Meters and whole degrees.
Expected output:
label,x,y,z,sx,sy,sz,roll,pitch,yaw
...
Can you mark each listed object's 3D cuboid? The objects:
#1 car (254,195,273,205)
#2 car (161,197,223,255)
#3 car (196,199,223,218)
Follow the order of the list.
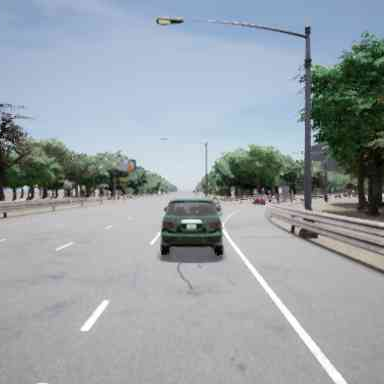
label,x,y,z,sx,sy,sz,roll,pitch,yaw
car,12.610,1.279,58.444,2.097,1.767,4.553,0,0,31
car,0.026,1.209,13.412,2.150,2.045,5.566,0,0,1
car,1.697,1.476,30.412,1.837,1.490,4.892,-1,0,11
